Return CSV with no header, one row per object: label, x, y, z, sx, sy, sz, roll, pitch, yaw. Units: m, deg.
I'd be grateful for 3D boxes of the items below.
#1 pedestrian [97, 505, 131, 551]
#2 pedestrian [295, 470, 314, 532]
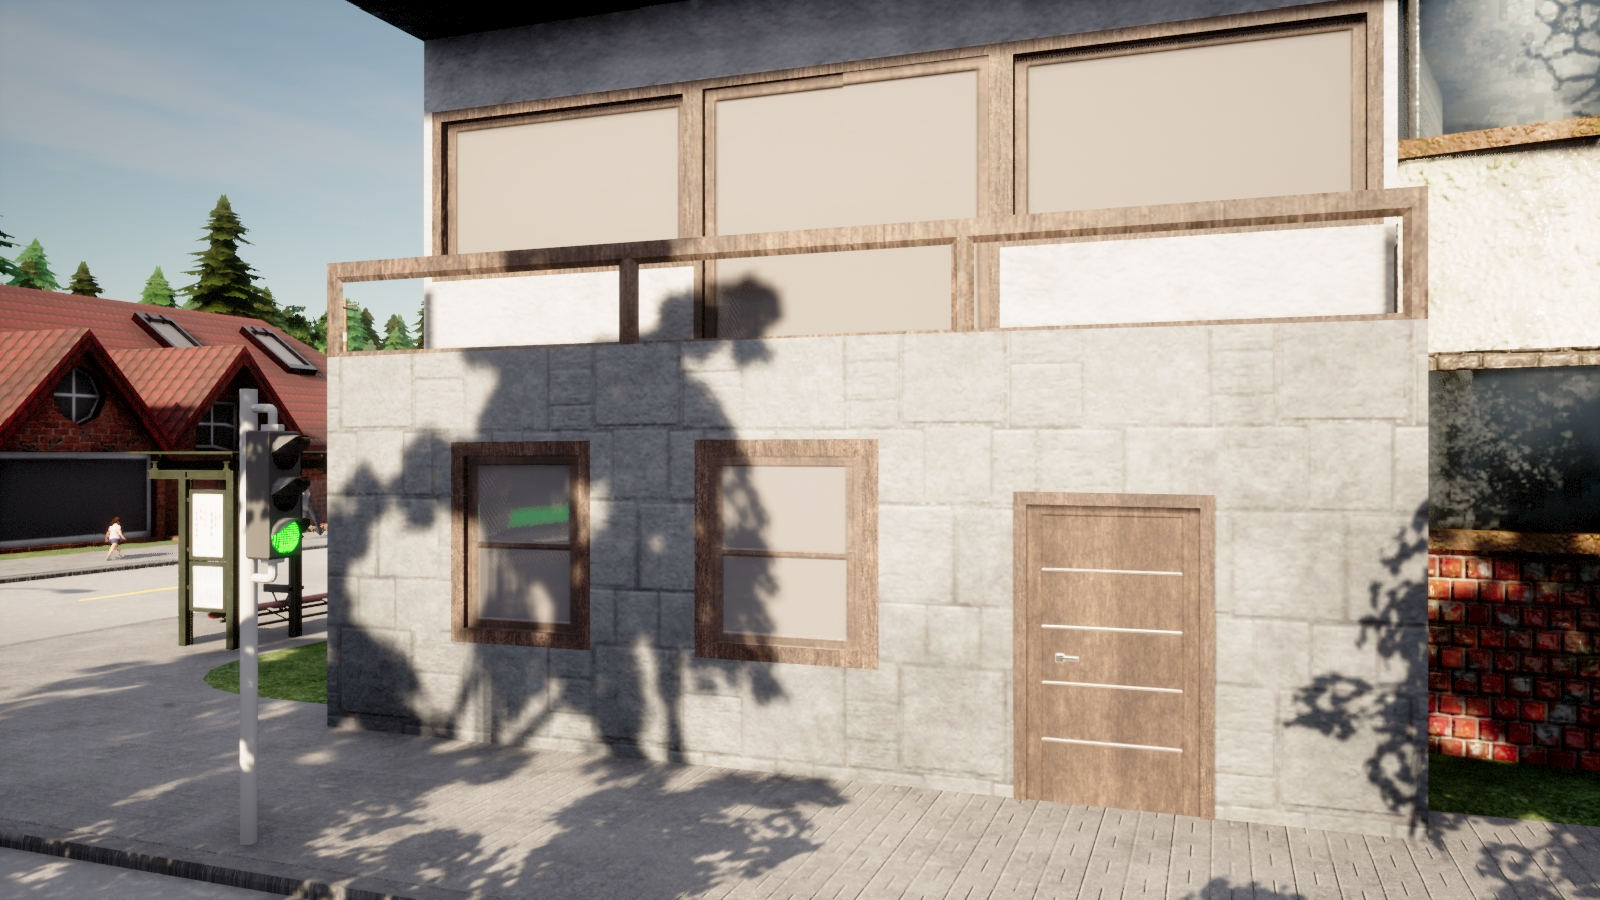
pedestrian,-16.815,1.905,28.008,0.500,1.100,0.500,0,0,21
pedestrian,-14.971,1.524,34.507,0.375,1.860,0.375,0,0,24
